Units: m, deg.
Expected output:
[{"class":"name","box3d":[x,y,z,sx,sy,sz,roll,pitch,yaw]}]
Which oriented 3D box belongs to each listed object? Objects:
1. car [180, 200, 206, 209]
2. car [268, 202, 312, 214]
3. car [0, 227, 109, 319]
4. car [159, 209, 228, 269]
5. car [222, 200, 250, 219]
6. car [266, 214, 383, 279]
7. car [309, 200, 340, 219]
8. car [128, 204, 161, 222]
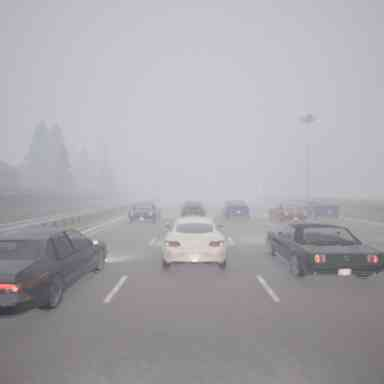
[{"class":"car","box3d":[0.080,1.425,26.475,1.837,1.490,4.892,0,1,0]},{"class":"car","box3d":[7.071,1.524,24.940,1.895,1.301,4.718,0,0,0]},{"class":"car","box3d":[-3.453,1.524,7.653,2.033,1.411,5.357,0,0,1]},{"class":"car","box3d":[0.072,1.492,10.864,1.812,1.442,4.674,0,0,0]},{"class":"car","box3d":[3.588,1.391,27.912,1.882,1.535,5.008,0,0,0]},{"class":"car","box3d":[3.566,1.570,9.941,1.895,1.301,4.718,0,0,0]},{"class":"car","box3d":[10.587,1.391,27.919,1.882,1.535,5.008,0,0,0]},{"class":"car","box3d":[-3.428,1.524,24.935,1.895,1.301,4.718,0,0,0]}]
